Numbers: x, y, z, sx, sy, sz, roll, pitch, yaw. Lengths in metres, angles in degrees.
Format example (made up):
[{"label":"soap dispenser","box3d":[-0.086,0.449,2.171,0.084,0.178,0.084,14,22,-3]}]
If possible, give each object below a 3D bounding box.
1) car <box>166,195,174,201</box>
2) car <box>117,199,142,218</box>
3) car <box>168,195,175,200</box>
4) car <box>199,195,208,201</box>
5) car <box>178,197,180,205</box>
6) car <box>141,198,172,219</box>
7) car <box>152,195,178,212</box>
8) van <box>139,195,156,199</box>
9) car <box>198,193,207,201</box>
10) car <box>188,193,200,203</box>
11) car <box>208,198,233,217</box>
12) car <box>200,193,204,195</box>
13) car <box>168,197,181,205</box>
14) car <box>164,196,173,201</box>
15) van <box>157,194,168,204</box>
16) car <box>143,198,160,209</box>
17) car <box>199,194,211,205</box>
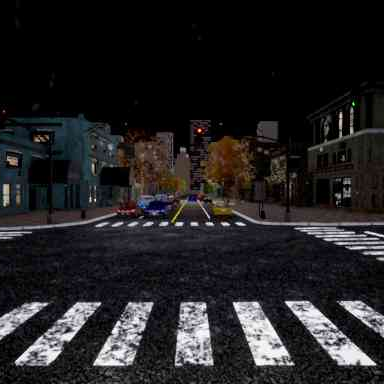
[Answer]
[{"label":"car","box3d":[-5.641,1.526,85.831,1.887,1.381,4.507,0,0,0]},{"label":"car","box3d":[-5.674,1.577,30.367,1.802,1.307,4.206,0,0,0]},{"label":"car","box3d":[-5.638,1.562,91.377,1.802,1.307,4.206,0,0,0]},{"label":"car","box3d":[2.737,1.528,80.279,1.887,1.381,4.507,-1,0,0]},{"label":"car","box3d":[-3.063,1.555,47.944,1.994,1.385,4.181,0,0,0]},{"label":"car","box3d":[-3.099,1.521,29.621,1.812,1.442,4.674,0,0,0]},{"label":"car","box3d":[-3.075,1.484,38.820,2.128,1.511,4.902,0,0,0]},{"label":"van","box3d":[-5.669,1.333,41.460,1.690,1.788,3.998,0,0,0]},{"label":"car","box3d":[2.737,1.297,85.826,2.192,1.841,5.009,-1,0,0]},{"label":"car","box3d":[0.110,1.463,70.795,1.882,1.535,5.008,0,0,0]},{"label":"car","box3d":[2.706,1.520,30.533,1.752,1.417,4.829,-1,0,0]},{"label":"car","box3d":[2.733,1.551,74.733,1.947,1.339,4.313,-1,0,0]},{"label":"car","box3d":[-3.028,1.589,58.054,1.895,1.301,4.718,0,0,0]},{"label":"car","box3d":[-5.645,1.549,80.284,1.947,1.339,4.313,0,0,0]},{"label":"van","box3d":[-5.656,1.328,63.645,1.690,1.788,3.998,0,0,0]},{"label":"car","box3d":[-5.665,1.536,47.007,1.887,1.381,4.507,0,0,0]},{"label":"car","box3d":[2.723,1.539,58.094,2.008,1.369,4.403,-1,0,0]}]
